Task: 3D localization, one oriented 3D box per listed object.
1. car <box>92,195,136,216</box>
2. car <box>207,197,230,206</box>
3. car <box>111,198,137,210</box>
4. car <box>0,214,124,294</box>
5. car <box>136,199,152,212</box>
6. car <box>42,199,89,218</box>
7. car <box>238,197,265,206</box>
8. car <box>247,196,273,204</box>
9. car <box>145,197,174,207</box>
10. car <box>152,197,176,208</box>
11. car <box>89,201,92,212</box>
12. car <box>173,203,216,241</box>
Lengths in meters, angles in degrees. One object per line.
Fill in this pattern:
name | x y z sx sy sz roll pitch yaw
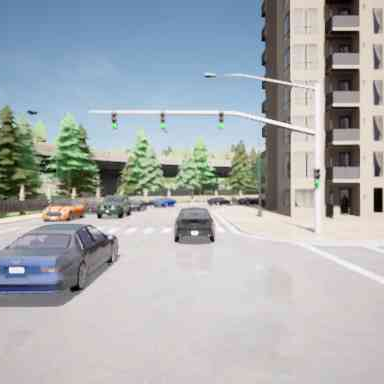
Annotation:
car | -7.028 1.276 30.569 2.150 2.045 5.566 0 0 1
car | 4.700 1.590 57.595 1.837 1.490 4.892 0 0 43
car | -9.315 1.623 46.193 1.812 1.442 4.674 0 0 12
car | -3.390 1.566 8.958 2.033 1.411 5.357 0 0 0
car | -6.772 1.569 40.578 2.128 1.511 4.902 0 0 6
car | -10.550 1.409 27.594 2.097 1.767 4.553 0 0 0
car | 10.058 1.563 57.737 4.902 1.511 2.128 0 0 -37
car | 13.025 1.603 63.728 4.674 1.442 1.812 0 0 -24
car | -5.363 1.656 55.781 2.033 1.411 5.357 0 0 30
car | -4.051 1.571 50.703 1.882 1.535 5.008 0 0 21
car | -10.427 1.641 36.234 1.994 1.385 4.181 0 0 1
car | 0.115 1.507 16.628 1.837 1.490 4.892 0 0 0
